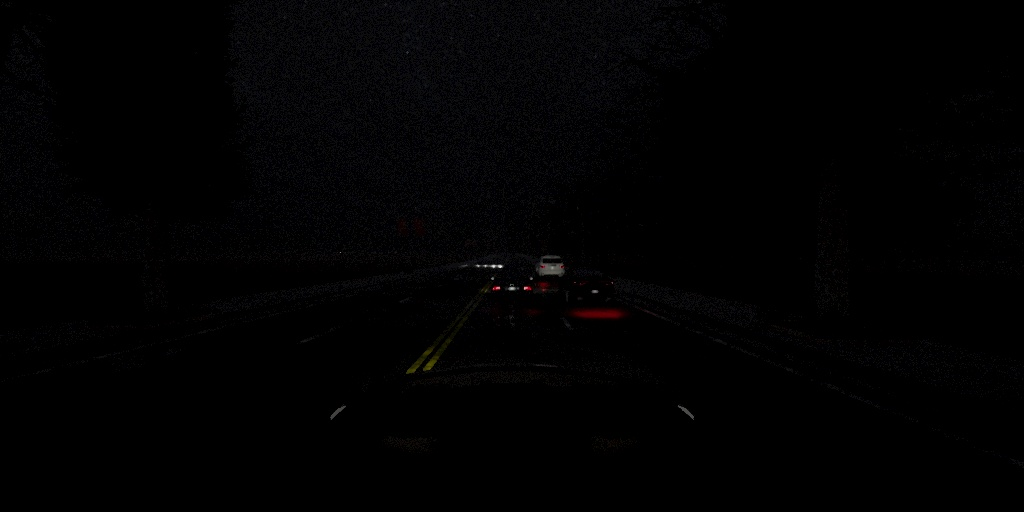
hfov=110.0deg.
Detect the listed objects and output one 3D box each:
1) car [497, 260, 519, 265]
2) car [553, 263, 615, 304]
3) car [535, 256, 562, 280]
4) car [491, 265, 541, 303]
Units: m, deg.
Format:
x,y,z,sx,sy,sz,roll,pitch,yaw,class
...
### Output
x,y,z,sx,sy,sz,roll,pitch,yaw,class
0.000,1.324,31.502,2.033,1.411,5.357,0,0,0,car
3.250,1.244,16.502,1.882,1.535,5.008,0,0,0,car
3.250,1.019,31.531,2.150,2.045,5.566,0,0,0,car
0.000,1.322,16.502,2.033,1.411,5.357,0,0,0,car
